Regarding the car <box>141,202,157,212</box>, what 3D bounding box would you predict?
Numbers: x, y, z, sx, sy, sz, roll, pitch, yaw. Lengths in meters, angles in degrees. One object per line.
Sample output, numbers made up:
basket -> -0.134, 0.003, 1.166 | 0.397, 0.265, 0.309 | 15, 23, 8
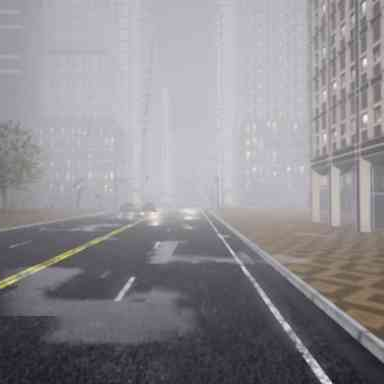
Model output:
car -> -6.546, 2.279, 50.805 | 1.882, 1.535, 5.008 | 0, -1, 0

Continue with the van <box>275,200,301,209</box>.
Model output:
van -> 18.363, 2.385, 62.958 | 3.998, 1.788, 1.690 | 0, -1, 2

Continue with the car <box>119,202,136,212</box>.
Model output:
car -> -9.796, 2.279, 50.821 | 1.882, 1.535, 5.008 | 0, -1, 1

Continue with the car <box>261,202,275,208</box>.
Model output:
car -> 17.093, 2.703, 71.126 | 4.829, 1.417, 1.752 | 0, -1, 2
